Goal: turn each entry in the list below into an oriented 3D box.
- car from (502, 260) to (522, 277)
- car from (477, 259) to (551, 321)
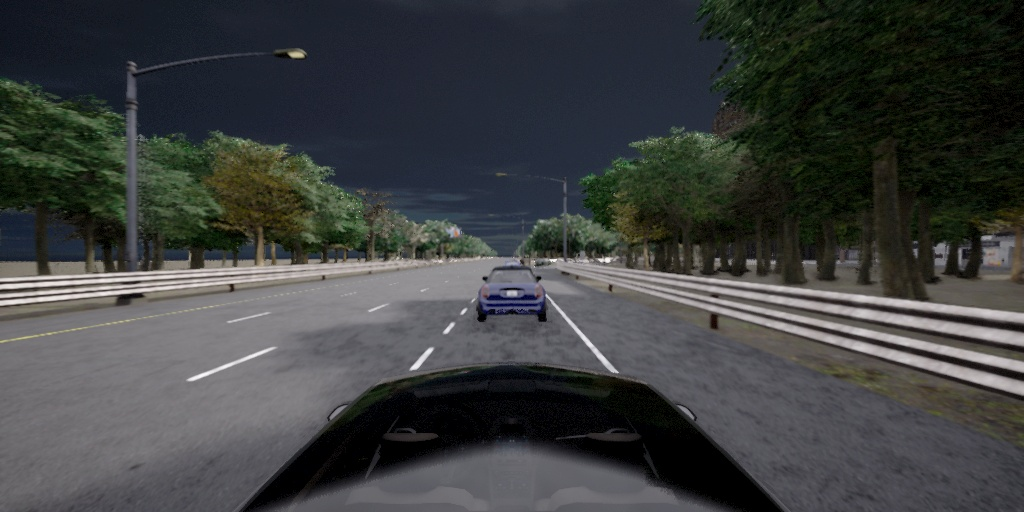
[{"bbox_3d":[0.085,1.264,37.691,1.882,1.535,5.008,0,0,2],"label":"car"},{"bbox_3d":[0.000,1.112,12.611,2.097,1.767,4.553,0,0,0],"label":"car"}]
